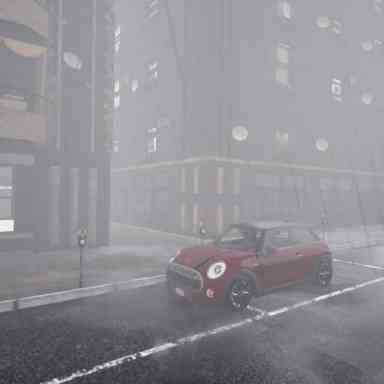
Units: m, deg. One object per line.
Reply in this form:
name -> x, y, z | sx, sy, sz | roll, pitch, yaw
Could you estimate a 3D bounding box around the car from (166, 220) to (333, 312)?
car -> 1.390, 1.442, 7.697 | 4.097, 1.590, 1.967 | 0, 1, -36
